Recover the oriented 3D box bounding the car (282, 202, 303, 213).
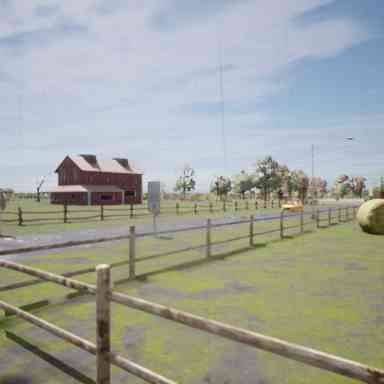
[{"bbox_3d":[14.879,2.215,49.305,1.882,1.535,5.008,-1,-1,36],"label":"car"}]
